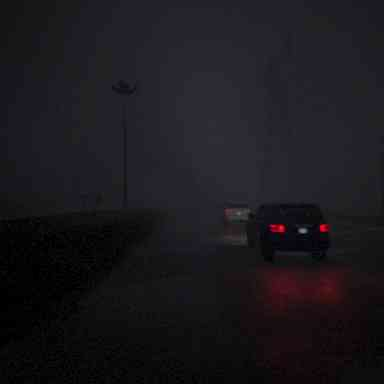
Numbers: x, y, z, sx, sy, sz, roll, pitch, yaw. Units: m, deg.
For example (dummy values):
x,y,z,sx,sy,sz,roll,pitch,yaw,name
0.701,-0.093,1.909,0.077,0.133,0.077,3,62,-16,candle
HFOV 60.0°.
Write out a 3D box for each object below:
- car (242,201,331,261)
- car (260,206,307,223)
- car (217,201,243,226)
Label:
x,y,z,sx,sy,sz,roll,pitch,yaw,name
3.657,1.467,13.555,2.150,2.045,5.566,-1,-2,0,car
8.520,2.089,31.135,3.905,1.438,1.784,-1,-1,0,car
3.565,1.795,28.701,2.150,2.045,5.566,0,-2,-3,car
